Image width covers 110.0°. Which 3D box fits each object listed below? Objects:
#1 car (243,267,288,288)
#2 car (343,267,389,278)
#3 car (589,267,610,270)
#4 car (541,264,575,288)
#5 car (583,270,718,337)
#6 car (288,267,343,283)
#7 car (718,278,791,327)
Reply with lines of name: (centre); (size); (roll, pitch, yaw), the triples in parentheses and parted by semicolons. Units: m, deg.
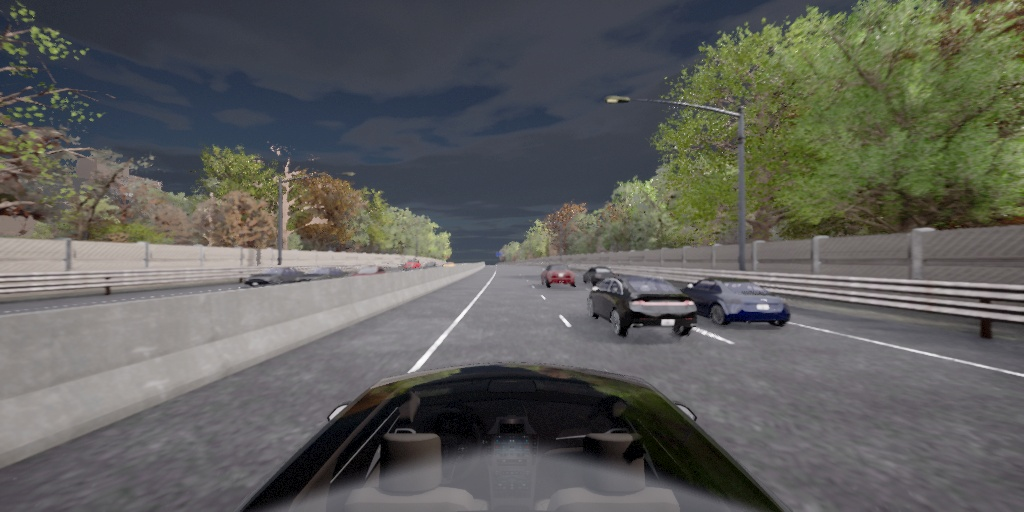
car: (-17.809, 1.587, 27.481); (2.033, 1.411, 5.357); (0, -1, -1)
car: (-10.792, 1.561, 27.467); (1.812, 1.442, 4.674); (0, -1, -1)
car: (6.881, 1.568, 28.348); (1.812, 1.442, 4.674); (0, -1, -1)
car: (3.396, 1.381, 27.101); (2.097, 1.767, 4.553); (0, -1, -1)
car: (3.560, 1.339, 10.638); (2.128, 1.511, 4.902); (0, -1, 0)
car: (-14.301, 1.583, 27.483); (2.033, 1.411, 5.357); (0, -1, -1)
car: (7.052, 1.426, 12.098); (1.994, 1.385, 4.181); (0, -1, 0)
